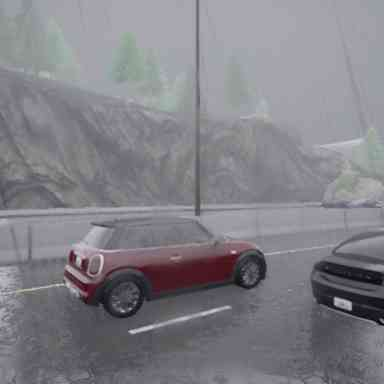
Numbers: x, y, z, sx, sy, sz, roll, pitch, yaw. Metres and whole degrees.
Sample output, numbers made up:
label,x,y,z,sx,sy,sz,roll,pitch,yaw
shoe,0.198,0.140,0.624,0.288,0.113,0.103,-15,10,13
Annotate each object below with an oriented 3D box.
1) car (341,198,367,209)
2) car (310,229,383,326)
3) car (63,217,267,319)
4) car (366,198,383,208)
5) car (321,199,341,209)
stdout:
label,x,y,z,sx,sy,sz,roll,pitch,yaw
car,19.859,1.454,38.150,4.674,1.442,1.812,0,0,-22
car,4.426,1.493,6.565,4.892,1.490,1.837,-1,0,-32
car,-0.414,1.345,7.591,4.553,1.767,2.097,0,0,-34
car,21.528,1.476,35.101,5.357,1.411,2.033,0,0,-21
car,18.449,1.529,41.388,4.718,1.301,1.895,0,0,-22
